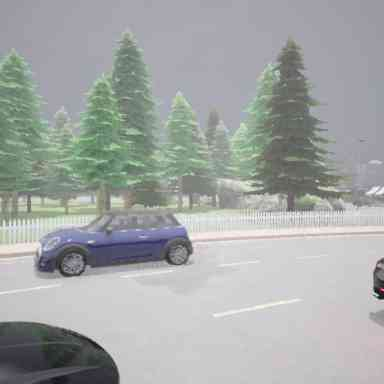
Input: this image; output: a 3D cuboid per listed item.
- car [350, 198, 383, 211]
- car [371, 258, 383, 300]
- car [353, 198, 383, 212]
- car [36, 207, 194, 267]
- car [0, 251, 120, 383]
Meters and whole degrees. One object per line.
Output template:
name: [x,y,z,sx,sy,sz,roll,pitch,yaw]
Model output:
car: [22.745,1.543,42.850,2.128,1.511,4.902,0,0,-4]
car: [5.561,1.492,6.093,4.902,1.511,2.128,0,0,-24]
car: [19.673,1.619,36.087,1.994,1.385,4.181,0,0,-4]
car: [-2.298,1.352,10.178,4.553,1.767,2.097,0,0,-26]
car: [-2.779,1.478,1.581,5.008,1.535,1.882,0,0,-37]
